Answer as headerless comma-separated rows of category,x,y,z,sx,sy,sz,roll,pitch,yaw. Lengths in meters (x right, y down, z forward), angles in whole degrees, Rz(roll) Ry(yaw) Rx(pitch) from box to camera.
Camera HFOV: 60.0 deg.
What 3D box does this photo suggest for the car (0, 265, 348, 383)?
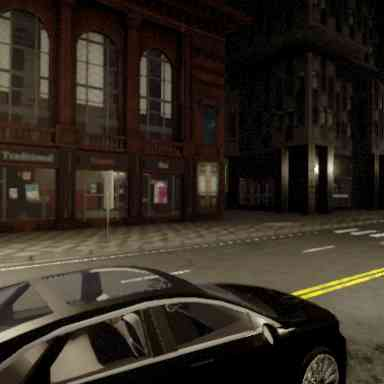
car,-0.474,1.490,3.096,4.902,1.511,2.128,0,0,-36
